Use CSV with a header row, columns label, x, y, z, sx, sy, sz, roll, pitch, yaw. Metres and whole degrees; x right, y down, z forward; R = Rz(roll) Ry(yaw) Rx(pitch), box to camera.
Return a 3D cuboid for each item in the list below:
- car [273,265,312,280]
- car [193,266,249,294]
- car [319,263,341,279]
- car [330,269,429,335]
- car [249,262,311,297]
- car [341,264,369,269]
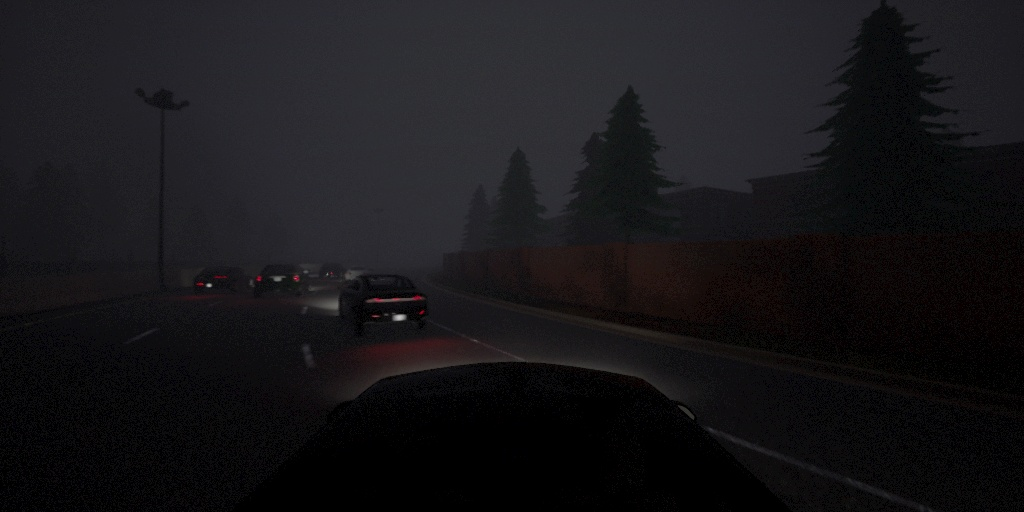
label,x,y,z,sx,sy,sz,roll,pitch,yaw
car,-21.219,1.527,34.911,1.895,1.301,4.718,0,-1,-13
car,-16.894,1.330,21.191,1.837,1.490,4.892,1,-1,-22
car,-17.830,1.460,35.916,1.837,1.490,4.892,0,0,-14
car,-4.002,1.300,10.810,2.128,1.511,4.902,1,-1,-32
car,-12.503,1.191,19.747,2.097,1.767,4.553,1,-1,-24
car,-12.262,1.449,28.781,1.812,1.442,4.674,0,-1,-19
